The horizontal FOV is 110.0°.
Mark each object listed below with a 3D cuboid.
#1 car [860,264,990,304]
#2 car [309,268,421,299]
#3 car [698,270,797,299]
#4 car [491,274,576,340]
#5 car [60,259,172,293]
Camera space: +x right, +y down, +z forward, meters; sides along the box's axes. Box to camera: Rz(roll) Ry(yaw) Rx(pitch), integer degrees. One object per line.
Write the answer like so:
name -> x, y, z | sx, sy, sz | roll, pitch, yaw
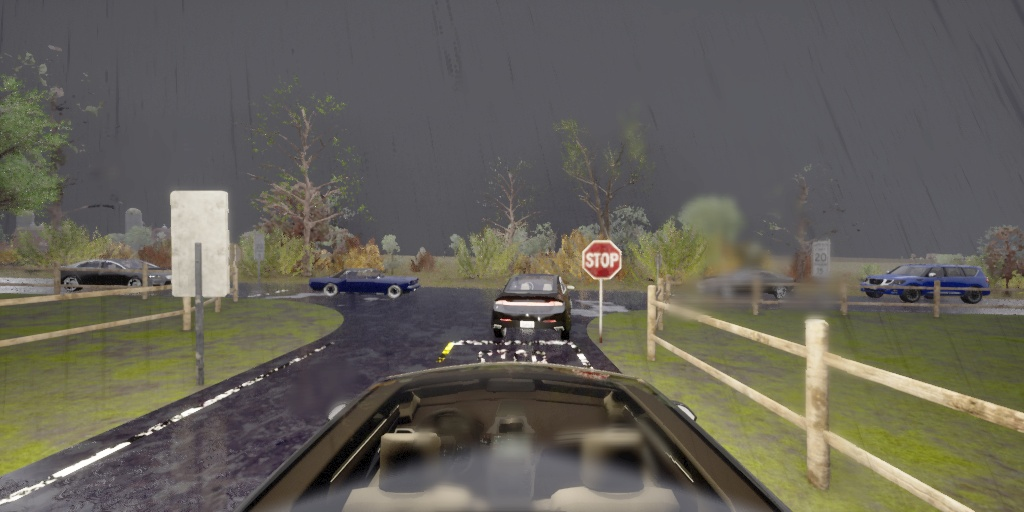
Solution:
car -> 22.898, 1.465, 19.965 | 5.566, 2.045, 2.150 | 1, 1, 0
car -> -6.823, 1.247, 17.047 | 4.718, 1.301, 1.895 | 1, 1, 0
car -> 13.003, 1.523, 19.976 | 4.902, 1.511, 2.128 | 1, 1, 0
car -> 0.706, 1.239, 10.016 | 2.128, 1.511, 4.902 | 0, 0, 9
car -> -18.491, 0.884, 17.063 | 4.902, 1.511, 2.128 | 1, 1, 0
